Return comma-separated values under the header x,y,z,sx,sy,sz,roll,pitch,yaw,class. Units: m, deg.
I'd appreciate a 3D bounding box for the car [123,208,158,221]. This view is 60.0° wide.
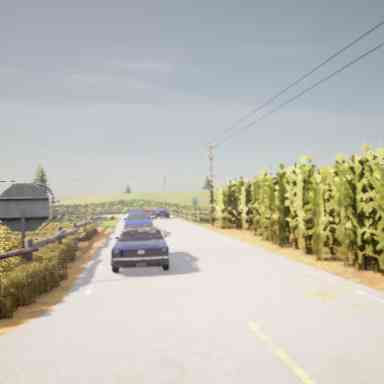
x,y,z,sx,sy,sz,roll,pitch,yaw,class
-3.658,2.161,23.001,1.882,1.535,5.008,-1,-2,-10,car

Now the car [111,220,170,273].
x,y,z,sx,sy,sz,roll,pitch,yaw,class
-1.841,1.969,12.280,1.895,1.301,4.718,-1,-1,-8,car

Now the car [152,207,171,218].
x,y,z,sx,sy,sz,roll,pitch,yaw,class
-3.999,2.763,44.317,1.812,1.442,4.674,-1,-1,-9,car
